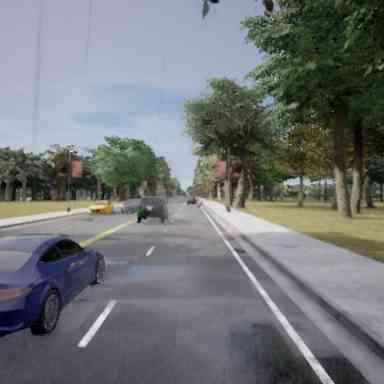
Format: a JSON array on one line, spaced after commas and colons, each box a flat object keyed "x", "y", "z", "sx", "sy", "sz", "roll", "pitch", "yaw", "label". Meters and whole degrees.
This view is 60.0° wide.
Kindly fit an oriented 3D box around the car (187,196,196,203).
[{"x": -0.053, "y": 1.798, "z": 79.643, "sx": 2.097, "sy": 1.767, "sz": 4.553, "roll": 0, "pitch": 0, "yaw": 0, "label": "car"}]

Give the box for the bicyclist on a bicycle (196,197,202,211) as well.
[{"x": 0.862, "y": 1.671, "z": 40.299, "sx": 0.866, "sy": 1.612, "sz": 1.509, "roll": 0, "pitch": 0, "yaw": 0, "label": "bicyclist on a bicycle"}]

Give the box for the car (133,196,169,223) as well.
[{"x": -3.181, "y": 1.382, "z": 27.586, "sx": 2.150, "sy": 2.045, "sz": 5.566, "roll": 0, "pitch": 0, "yaw": 0, "label": "car"}]

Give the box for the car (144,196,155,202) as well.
[{"x": -9.801, "y": 1.638, "z": 77.302, "sx": 1.994, "sy": 1.385, "sz": 4.181, "roll": 0, "pitch": 0, "yaw": 0, "label": "car"}]

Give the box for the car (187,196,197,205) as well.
[{"x": -0.046, "y": 1.749, "z": 69.234, "sx": 2.097, "sy": 1.767, "sz": 4.553, "roll": 0, "pitch": 0, "yaw": 0, "label": "car"}]

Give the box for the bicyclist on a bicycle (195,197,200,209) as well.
[{"x": 0.859, "y": 1.658, "z": 49.596, "sx": 0.659, "sy": 1.776, "sz": 1.843, "roll": 0, "pitch": 0, "yaw": 0, "label": "bicyclist on a bicycle"}]

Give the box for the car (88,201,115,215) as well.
[{"x": -9.867, "y": 1.689, "z": 36.465, "sx": 1.882, "sy": 1.535, "sz": 5.008, "roll": 0, "pitch": 0, "yaw": 0, "label": "car"}]

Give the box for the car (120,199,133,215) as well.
[{"x": -6.616, "y": 1.568, "z": 37.301, "sx": 2.097, "sy": 1.767, "sz": 4.553, "roll": 0, "pitch": 0, "yaw": 0, "label": "car"}]

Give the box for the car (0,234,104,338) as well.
[{"x": -3.157, "y": 1.564, "z": 6.647, "sx": 1.812, "sy": 1.442, "sz": 4.674, "roll": 0, "pitch": 0, "yaw": 0, "label": "car"}]
